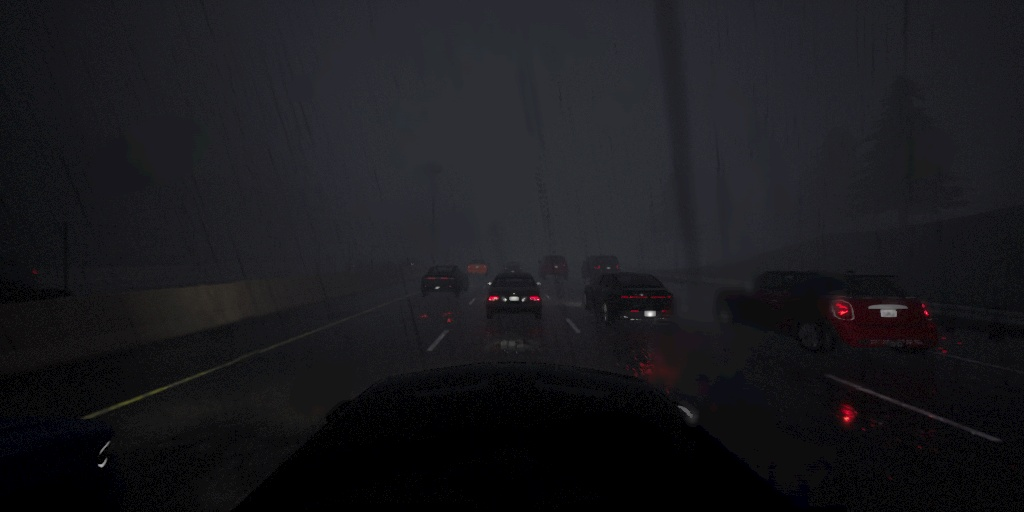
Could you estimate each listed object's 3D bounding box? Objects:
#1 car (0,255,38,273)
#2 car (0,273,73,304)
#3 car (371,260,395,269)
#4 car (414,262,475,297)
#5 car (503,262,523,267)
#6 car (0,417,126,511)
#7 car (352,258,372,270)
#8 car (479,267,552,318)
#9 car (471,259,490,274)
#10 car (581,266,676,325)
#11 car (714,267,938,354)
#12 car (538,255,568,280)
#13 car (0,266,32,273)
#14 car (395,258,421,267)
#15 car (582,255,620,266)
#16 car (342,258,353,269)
[{"bbox_3d":[-24.599,0.972,15.415,2.150,2.045,5.566,0,0,0],"label":"car"},{"bbox_3d":[-14.100,1.298,8.448,2.033,1.411,5.357,0,0,0],"label":"car"},{"bbox_3d":[-17.565,1.315,50.268,1.994,1.385,4.181,0,0,0],"label":"car"},{"bbox_3d":[-3.397,1.242,18.773,2.128,1.511,4.902,0,0,0],"label":"car"},{"bbox_3d":[0.104,1.276,35.914,1.812,1.442,4.674,0,0,0],"label":"car"},{"bbox_3d":[-3.401,1.228,0.171,1.882,1.535,5.008,0,0,0],"label":"car"},{"bbox_3d":[-21.061,1.315,52.417,1.994,1.385,4.181,0,0,0],"label":"car"},{"bbox_3d":[0.081,1.298,13.019,2.033,1.411,5.357,0,0,1],"label":"car"},{"bbox_3d":[-3.397,1.103,37.036,2.097,1.767,4.553,0,0,0],"label":"car"},{"bbox_3d":[3.601,1.255,11.763,1.837,1.490,4.892,0,0,0],"label":"car"},{"bbox_3d":[7.100,1.102,8.892,2.097,1.767,4.553,0,0,0],"label":"car"},{"bbox_3d":[3.603,0.972,31.872,2.150,2.045,5.566,0,0,0],"label":"car"},{"bbox_3d":[-21.099,1.256,12.545,1.837,1.490,4.892,0,0,0],"label":"car"},{"bbox_3d":[-14.071,1.104,49.843,2.097,1.767,4.553,0,0,0],"label":"car"},{"bbox_3d":[7.103,0.972,29.049,2.150,2.045,5.566,0,0,0],"label":"car"},{"bbox_3d":[-24.543,1.104,55.898,2.097,1.767,4.553,0,0,1],"label":"car"}]
